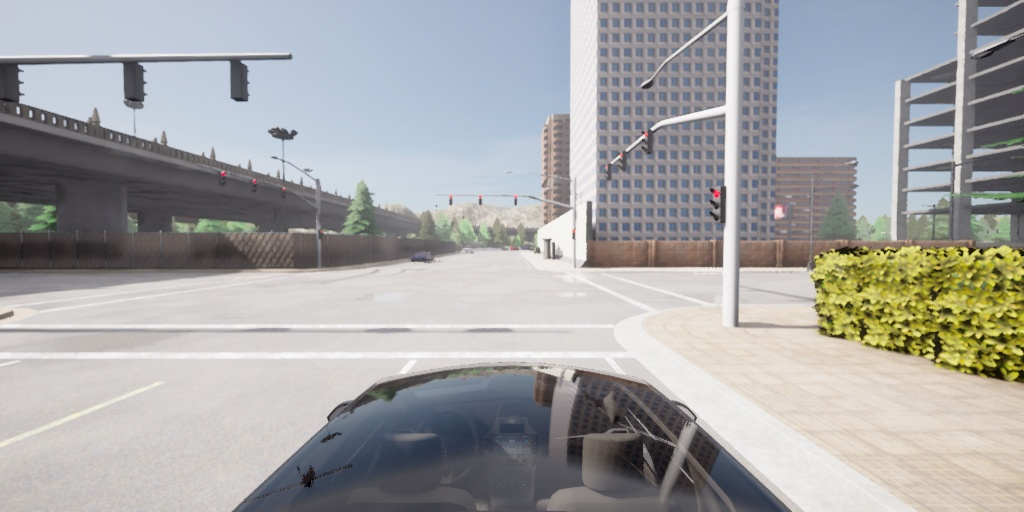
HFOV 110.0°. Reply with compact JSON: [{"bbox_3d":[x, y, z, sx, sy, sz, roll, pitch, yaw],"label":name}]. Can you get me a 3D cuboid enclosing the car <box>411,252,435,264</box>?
[{"bbox_3d":[-10.507,0.212,42.349,1.895,1.301,4.718,0,2,0],"label":"car"}]
